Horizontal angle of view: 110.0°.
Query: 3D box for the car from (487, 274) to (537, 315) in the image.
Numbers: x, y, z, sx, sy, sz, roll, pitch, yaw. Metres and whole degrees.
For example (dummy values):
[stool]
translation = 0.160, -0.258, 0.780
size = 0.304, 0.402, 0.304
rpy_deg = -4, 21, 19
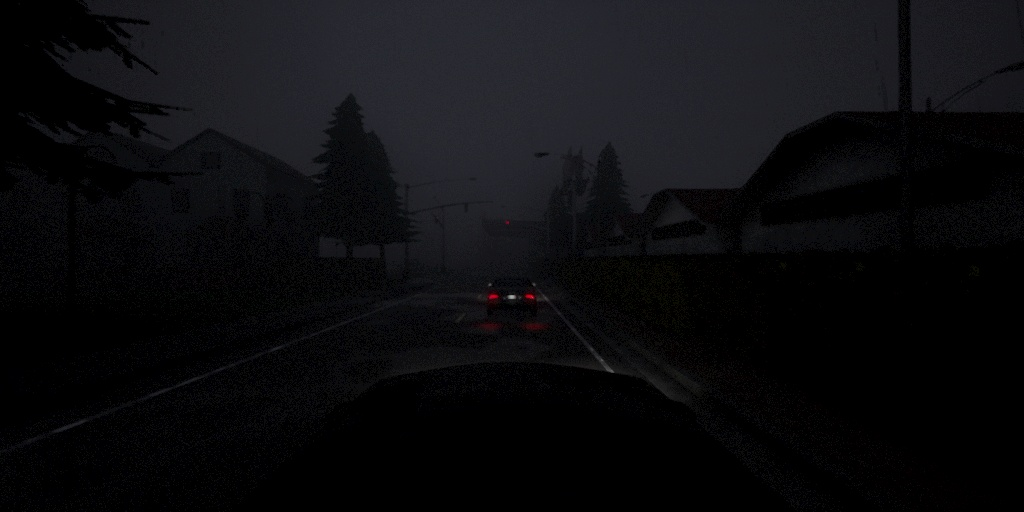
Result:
[car]
translation = 0.004, 1.430, 14.335
size = 2.033, 1.411, 5.357
rpy_deg = 0, -1, 0
